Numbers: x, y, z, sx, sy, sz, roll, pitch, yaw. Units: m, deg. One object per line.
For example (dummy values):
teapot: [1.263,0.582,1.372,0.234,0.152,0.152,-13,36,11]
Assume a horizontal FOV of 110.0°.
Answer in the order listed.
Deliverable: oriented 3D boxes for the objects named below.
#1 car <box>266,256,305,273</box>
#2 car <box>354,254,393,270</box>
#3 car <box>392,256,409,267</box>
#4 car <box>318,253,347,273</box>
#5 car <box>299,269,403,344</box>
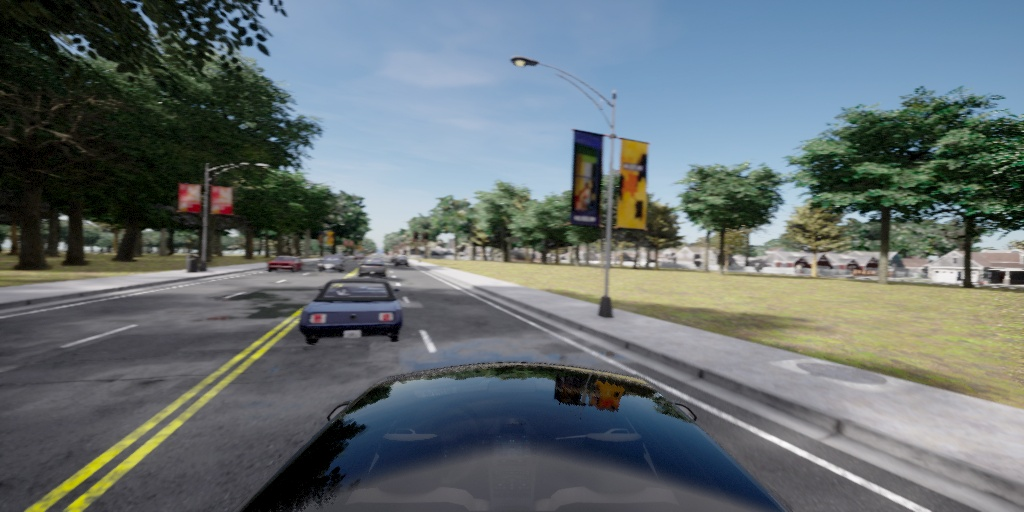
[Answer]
car: [-18.346,0.671,29.225,1.895,1.301,4.718,2,0,-20]
car: [-9.963,0.875,25.796,2.128,1.511,4.902,2,0,-20]
car: [-15.359,0.755,49.994,1.812,1.442,4.674,2,0,-20]
car: [-15.687,0.668,31.430,2.128,1.511,4.902,2,0,-20]
car: [-3.843,1.202,9.052,1.895,1.301,4.718,2,0,-20]
